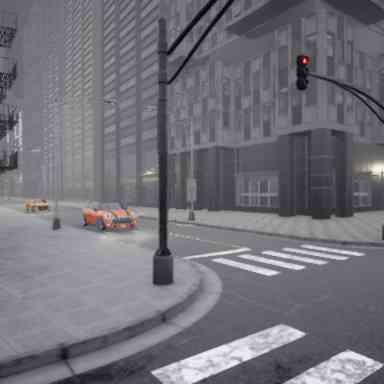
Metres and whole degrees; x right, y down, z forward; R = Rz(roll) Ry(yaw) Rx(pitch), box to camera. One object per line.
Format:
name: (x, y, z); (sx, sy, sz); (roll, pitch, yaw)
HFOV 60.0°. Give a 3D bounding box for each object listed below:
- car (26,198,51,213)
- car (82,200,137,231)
car: (-17.365, 1.478, 37.586); (1.882, 1.535, 5.008); (0, 0, -35)
car: (-5.121, 1.326, 20.405); (2.097, 1.767, 4.553); (0, 0, -36)
